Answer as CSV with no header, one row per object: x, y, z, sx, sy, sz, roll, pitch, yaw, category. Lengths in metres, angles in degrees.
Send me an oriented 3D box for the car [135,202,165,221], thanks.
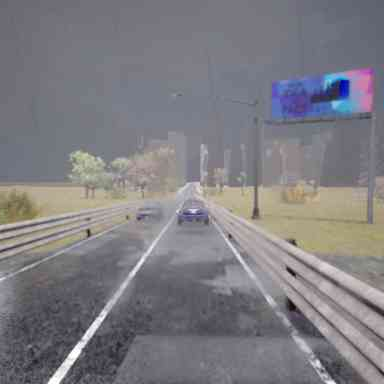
-3.280,1.540,27.119,2.033,1.411,5.357,0,0,0,car

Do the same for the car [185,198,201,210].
0.090,1.551,42.494,1.994,1.385,4.181,0,0,0,car

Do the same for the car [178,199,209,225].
0.095,1.345,24.229,2.097,1.767,4.553,0,0,0,car
